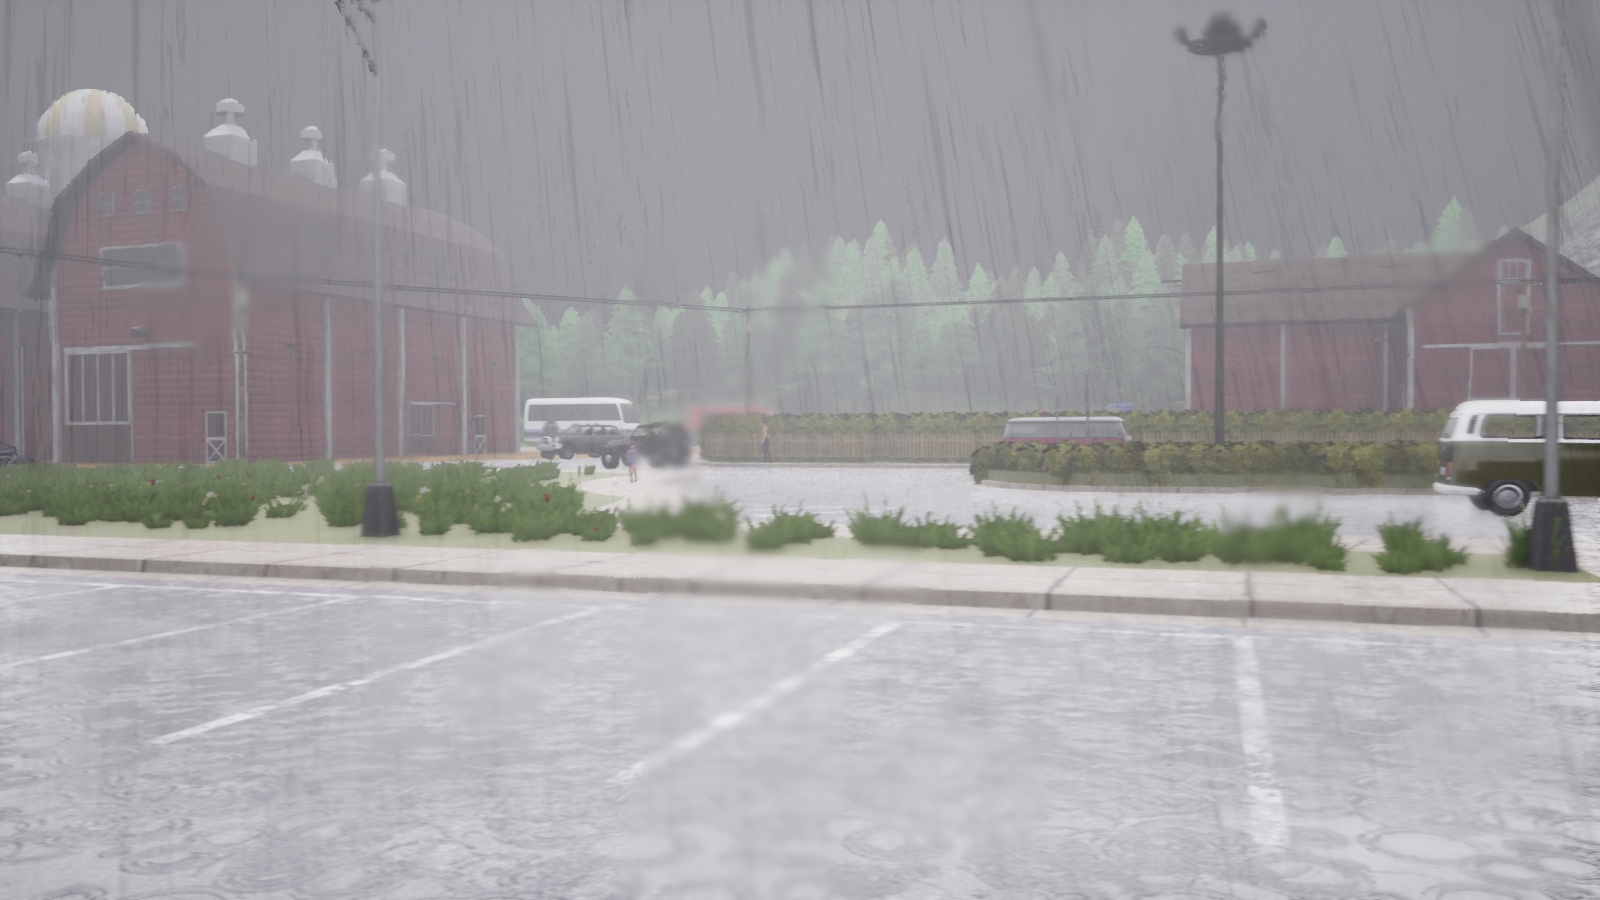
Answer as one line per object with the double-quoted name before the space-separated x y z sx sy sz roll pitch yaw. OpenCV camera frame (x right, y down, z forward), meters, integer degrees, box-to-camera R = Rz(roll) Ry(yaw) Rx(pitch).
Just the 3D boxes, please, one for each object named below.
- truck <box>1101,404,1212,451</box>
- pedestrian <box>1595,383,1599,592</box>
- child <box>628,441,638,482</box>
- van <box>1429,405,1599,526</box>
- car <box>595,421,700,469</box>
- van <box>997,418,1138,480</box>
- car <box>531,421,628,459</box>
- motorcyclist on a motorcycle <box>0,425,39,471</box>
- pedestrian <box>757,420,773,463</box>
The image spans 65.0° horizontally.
"truck" 27.078 -1.721 95.393 7.936 3.462 2.891 1 1 20
"pedestrian" 7.421 0.335 10.883 0.694 1.848 0.540 0 1 -3
"child" -4.491 0.305 33.714 0.255 1.110 0.394 0 1 -11
"van" 13.783 0.246 22.240 4.480 2.038 2.069 0 1 19
"car" -6.267 -0.227 51.518 3.866 1.878 1.905 1 1 25
"van" 9.011 -0.064 42.261 4.442 1.987 1.775 1 1 19
"car" -11.217 -0.536 64.018 1.932 1.855 4.605 1 2 45
"motorcyclist on a motorcycle" -29.039 -0.082 45.536 0.766 1.649 2.350 1 1 43
"pedestrian" -1.478 -0.384 53.737 0.594 1.836 0.345 1 1 20
